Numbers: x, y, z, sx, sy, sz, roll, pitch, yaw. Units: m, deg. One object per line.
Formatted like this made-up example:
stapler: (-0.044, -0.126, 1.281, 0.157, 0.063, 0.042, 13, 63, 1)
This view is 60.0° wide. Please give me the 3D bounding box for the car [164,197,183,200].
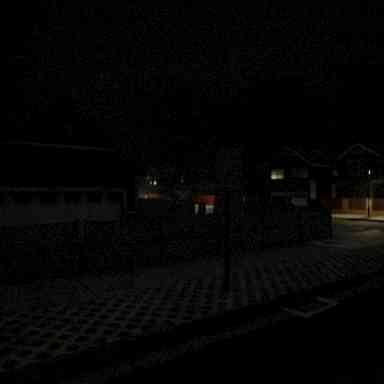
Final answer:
car: (-1.975, 1.290, 37.384, 1.882, 1.535, 5.008, 0, 0, -35)
